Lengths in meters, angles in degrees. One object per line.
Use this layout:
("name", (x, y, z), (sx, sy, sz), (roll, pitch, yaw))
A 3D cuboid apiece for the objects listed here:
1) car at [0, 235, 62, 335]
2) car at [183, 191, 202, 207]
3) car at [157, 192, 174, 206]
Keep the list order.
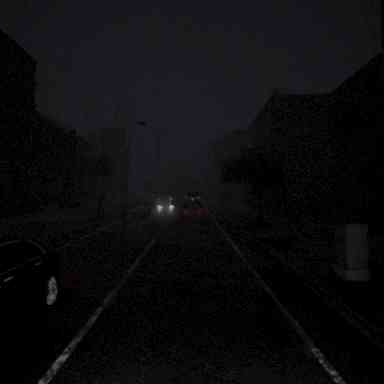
("car", (-3.601, 1.504, 5.021), (1.837, 1.490, 4.892), (0, 0, 0))
("car", (0.086, 0.858, 42.783), (2.150, 2.045, 5.566), (0, 1, 0))
("car", (-3.644, 0.919, 46.240), (2.097, 1.767, 4.553), (0, 1, 0))
